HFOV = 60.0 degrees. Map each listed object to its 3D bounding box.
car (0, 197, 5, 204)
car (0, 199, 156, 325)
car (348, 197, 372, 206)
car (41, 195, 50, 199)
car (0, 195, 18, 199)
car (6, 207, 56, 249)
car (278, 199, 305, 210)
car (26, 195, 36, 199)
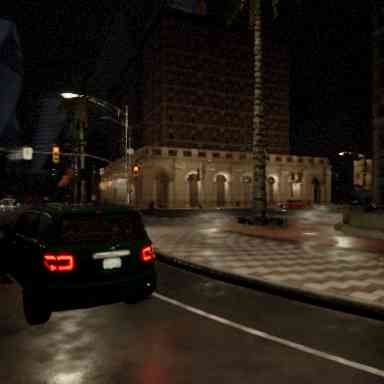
[{"bbox_3d":[-47.838,2.048,82.726,1.882,1.535,5.008,1,-1,-24],"label":"car"},{"bbox_3d":[-2.914,1.288,7.641,2.150,2.045,5.566,1,-1,-37],"label":"car"},{"bbox_3d":[31.724,1.878,62.063,5.566,2.045,2.150,1,-1,-24],"label":"car"},{"bbox_3d":[-37.766,2.209,85.913,2.128,1.511,4.902,1,-1,-24],"label":"car"},{"bbox_3d":[-38.276,1.737,69.404,2.150,2.045,5.566,1,-1,-23],"label":"car"},{"bbox_3d":[-7.758,1.608,16.296,1.882,1.535,5.008,1,-1,-23],"label":"car"},{"bbox_3d":[16.561,2.026,55.443,4.553,1.767,2.097,1,-1,-23],"label":"car"},{"bbox_3d":[-40.829,1.876,84.195,2.150,2.045,5.566,1,-1,-24],"label":"car"}]
